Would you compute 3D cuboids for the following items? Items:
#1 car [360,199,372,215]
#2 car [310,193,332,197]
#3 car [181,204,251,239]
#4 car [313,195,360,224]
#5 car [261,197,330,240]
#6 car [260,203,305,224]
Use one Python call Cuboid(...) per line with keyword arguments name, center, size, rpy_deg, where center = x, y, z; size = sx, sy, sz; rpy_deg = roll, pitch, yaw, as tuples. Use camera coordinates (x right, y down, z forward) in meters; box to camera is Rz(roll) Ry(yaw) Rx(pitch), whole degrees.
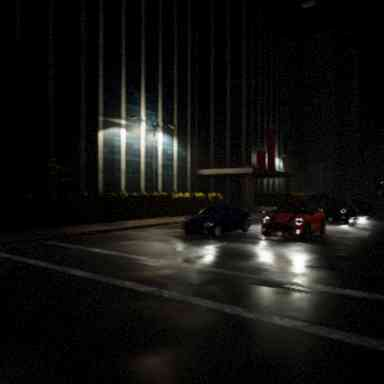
Cuboid(name="car", center=(16.819, 1.464, 33.453), size=(2.128, 1.511, 4.902), rpy_deg=(0, 0, 35))
Cuboid(name="car", center=(13.253, 1.176, 34.463), size=(2.150, 2.045, 5.566), rpy_deg=(0, 0, 35))
Cuboid(name="car", center=(1.415, 1.433, 17.596), size=(1.882, 1.535, 5.008), rpy_deg=(0, 0, 35))
Cuboid(name="car", center=(10.959, 1.324, 25.110), size=(2.097, 1.767, 4.553), rpy_deg=(0, 0, 35))
Cuboid(name="car", center=(5.249, 1.325, 16.964), size=(2.097, 1.767, 4.553), rpy_deg=(0, 0, 35))
Cuboid(name="car", center=(7.097, 1.556, 25.707), size=(1.895, 1.301, 4.718), rpy_deg=(0, 0, 35))
